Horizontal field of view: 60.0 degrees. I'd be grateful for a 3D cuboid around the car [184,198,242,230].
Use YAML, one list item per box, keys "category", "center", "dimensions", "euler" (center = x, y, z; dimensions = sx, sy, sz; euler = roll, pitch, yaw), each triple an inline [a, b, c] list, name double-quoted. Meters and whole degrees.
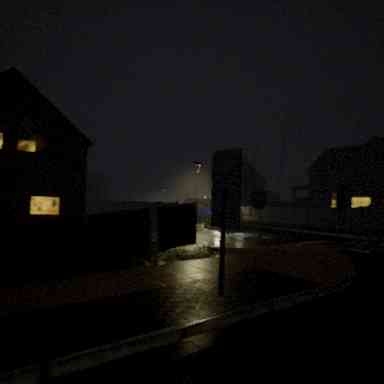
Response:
- category: "car"
  center: [1.166, 1.455, 23.042]
  dimensions: [2.150, 2.045, 5.566]
  euler: [3, -2, -28]
